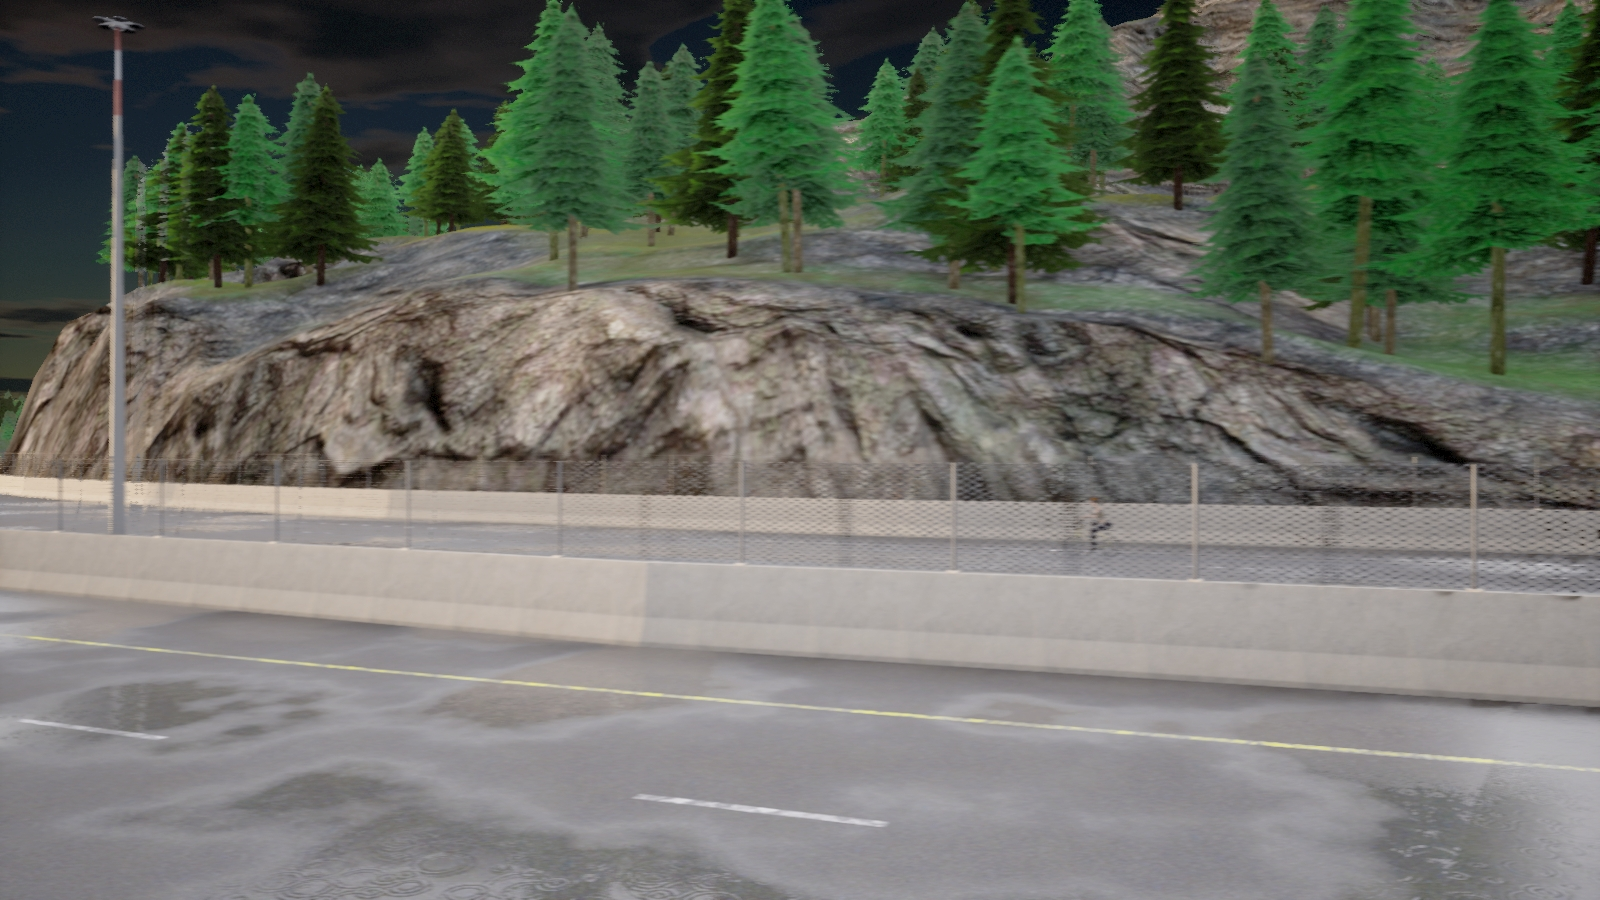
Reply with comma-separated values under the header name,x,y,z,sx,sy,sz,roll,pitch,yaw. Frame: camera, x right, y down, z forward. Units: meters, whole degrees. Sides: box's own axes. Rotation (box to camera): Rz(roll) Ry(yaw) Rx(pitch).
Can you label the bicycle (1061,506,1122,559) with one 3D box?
name,x,y,z,sx,sy,sz,roll,pitch,yaw
bicycle,7.715,2.170,30.226,1.487,1.295,0.859,0,0,20
